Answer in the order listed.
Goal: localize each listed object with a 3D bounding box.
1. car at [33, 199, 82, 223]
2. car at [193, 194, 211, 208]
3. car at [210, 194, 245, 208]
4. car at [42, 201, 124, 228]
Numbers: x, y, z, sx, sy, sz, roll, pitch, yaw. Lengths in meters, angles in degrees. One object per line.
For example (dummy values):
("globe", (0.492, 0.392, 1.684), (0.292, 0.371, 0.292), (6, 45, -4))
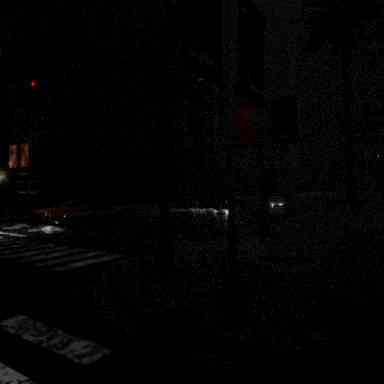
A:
("car", (-8.929, 1.347, 24.134), (1.882, 1.535, 5.008), (0, 1, 34))
("car", (2.036, 1.028, 39.732), (2.128, 1.511, 4.902), (0, 1, 35))
("car", (4.361, 1.052, 37.375), (1.812, 1.442, 4.674), (0, 1, 35))
("car", (-6.780, 1.465, 21.539), (1.895, 1.301, 4.718), (0, 1, 35))
